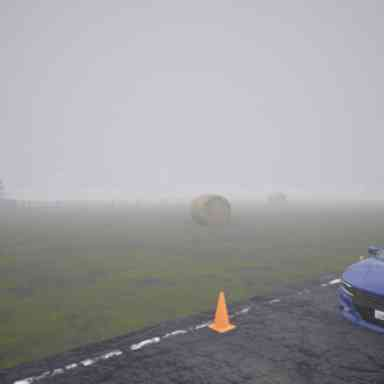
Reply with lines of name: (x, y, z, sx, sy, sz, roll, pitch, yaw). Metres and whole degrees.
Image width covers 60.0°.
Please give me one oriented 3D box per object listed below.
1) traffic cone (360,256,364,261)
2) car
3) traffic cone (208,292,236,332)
traffic cone: (4.438, 1.963, 8.683, 0.340, 0.580, 0.340, 0, 0, -38)
car: (4.676, 1.473, 6.236, 5.008, 1.535, 1.882, 0, 0, -38)
traffic cone: (0.505, 1.978, 5.595, 0.340, 0.580, 0.340, 0, 0, -38)
